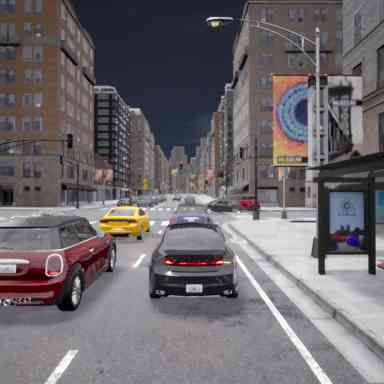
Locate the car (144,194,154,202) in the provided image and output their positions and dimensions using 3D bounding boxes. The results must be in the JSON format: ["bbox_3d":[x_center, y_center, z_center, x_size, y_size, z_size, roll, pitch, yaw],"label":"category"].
[{"bbox_3d":[-10.375,1.372,80.514,2.097,1.767,4.553,0,0,0],"label":"car"}]

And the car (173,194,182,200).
[{"bbox_3d":[-3.962,1.364,91.949,2.128,1.511,4.902,0,0,0],"label":"car"}]

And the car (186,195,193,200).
[{"bbox_3d":[-0.717,1.531,92.742,2.128,1.511,4.902,0,0,0],"label":"car"}]

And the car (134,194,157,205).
[{"bbox_3d":[-6.991,1.370,50.308,2.097,1.767,4.553,0,0,0],"label":"car"}]

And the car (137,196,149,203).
[{"bbox_3d":[-10.297,1.614,70.200,1.895,1.301,4.718,0,0,0],"label":"car"}]

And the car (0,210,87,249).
[{"bbox_3d":[-6.617,1.607,15.493,1.895,1.301,4.718,0,0,1],"label":"car"}]

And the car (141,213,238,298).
[{"bbox_3d":[0.015,1.508,8.477,1.837,1.490,4.892,0,0,-1],"label":"car"}]

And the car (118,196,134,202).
[{"bbox_3d":[-10.249,1.583,51.331,1.994,1.385,4.181,0,0,0],"label":"car"}]

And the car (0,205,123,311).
[{"bbox_3d":[-3.228,1.355,7.904,2.097,1.767,4.553,0,0,-1],"label":"car"}]

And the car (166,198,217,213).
[{"bbox_3d":[-0.051,1.359,17.413,2.097,1.767,4.553,0,0,0],"label":"car"}]

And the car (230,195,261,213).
[{"bbox_3d":[5.205,1.328,38.956,5.566,2.045,2.150,0,-1,-1],"label":"car"}]

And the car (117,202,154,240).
[{"bbox_3d":[-3.297,1.484,17.032,1.882,1.535,5.008,0,0,-1],"label":"car"}]

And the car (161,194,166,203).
[{"bbox_3d":[-7.037,1.583,68.892,1.994,1.385,4.181,0,0,0],"label":"car"}]

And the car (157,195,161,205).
[{"bbox_3d":[-7.045,1.544,58.884,1.812,1.442,4.674,0,0,0],"label":"car"}]

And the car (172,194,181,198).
[{"bbox_3d":[-3.886,1.603,81.977,1.895,1.301,4.718,0,0,0],"label":"car"}]

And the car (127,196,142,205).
[{"bbox_3d":[-10.291,1.523,60.152,1.837,1.490,4.892,0,0,0],"label":"car"}]

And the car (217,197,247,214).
[{"bbox_3d":[2.838,1.552,34.859,4.892,1.490,1.837,1,-2,-14],"label":"car"}]

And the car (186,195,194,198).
[{"bbox_3d":[-0.409,1.511,64.859,2.128,1.511,4.902,0,0,0],"label":"car"}]
